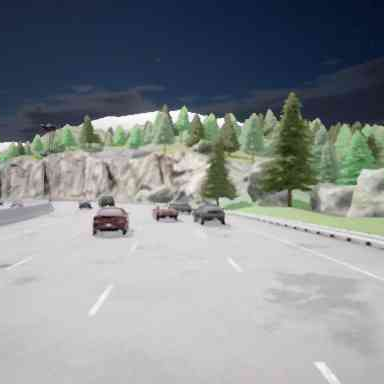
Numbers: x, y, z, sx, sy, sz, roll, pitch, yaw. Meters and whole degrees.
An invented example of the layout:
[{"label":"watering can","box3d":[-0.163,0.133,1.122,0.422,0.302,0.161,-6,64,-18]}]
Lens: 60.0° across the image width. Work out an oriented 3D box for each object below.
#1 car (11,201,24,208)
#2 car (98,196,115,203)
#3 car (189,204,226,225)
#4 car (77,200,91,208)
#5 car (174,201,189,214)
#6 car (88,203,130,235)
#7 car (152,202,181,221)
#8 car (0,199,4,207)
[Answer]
[{"label":"car","box3d":[-30.936,2.196,59.194,1.895,1.301,4.718,0,0,-25]},{"label":"car","box3d":[-15.028,1.720,58.377,2.150,2.045,5.566,0,0,-23]},{"label":"car","box3d":[1.257,1.677,25.727,1.837,1.490,4.892,0,-1,-9]},{"label":"car","box3d":[-18.352,2.032,56.762,1.812,1.442,4.674,0,0,-22]},{"label":"car","box3d":[-1.473,1.774,39.040,2.128,1.511,4.902,0,0,-15]},{"label":"car","box3d":[-4.870,1.650,20.373,1.882,1.535,5.008,0,0,-9]},{"label":"car","box3d":[-2.522,1.825,29.941,1.895,1.301,4.718,0,0,-12]},{"label":"car","box3d":[-38.778,2.160,66.768,1.882,1.535,5.008,0,0,-29]}]
